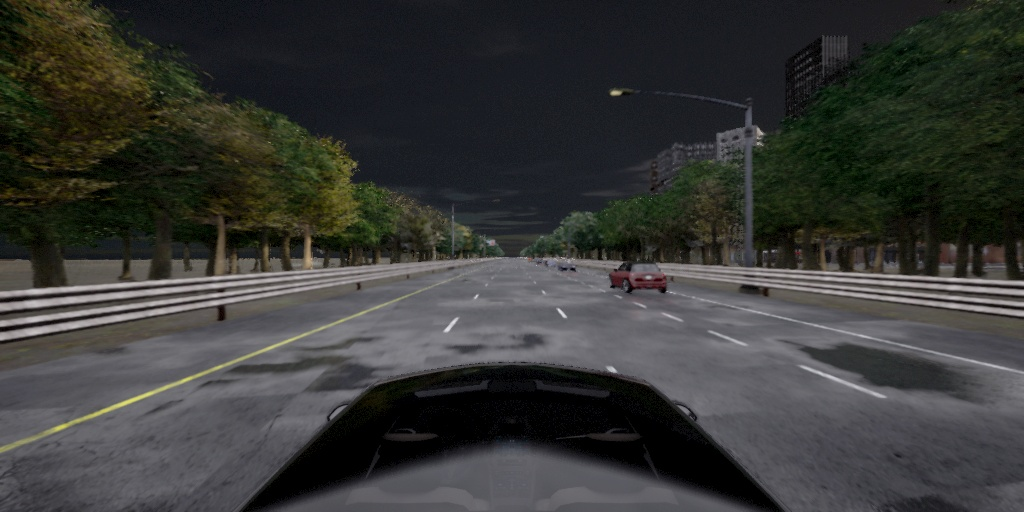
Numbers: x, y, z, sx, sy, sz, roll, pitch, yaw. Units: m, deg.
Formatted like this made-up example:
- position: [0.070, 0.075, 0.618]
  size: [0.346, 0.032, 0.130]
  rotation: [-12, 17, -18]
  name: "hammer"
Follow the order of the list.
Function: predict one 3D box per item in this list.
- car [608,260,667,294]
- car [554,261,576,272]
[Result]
- position: [6.993, 1.108, 20.480]
  size: [2.097, 1.767, 4.553]
  rotation: [0, 0, 0]
  name: "car"
- position: [6.999, 1.384, 46.479]
  size: [1.895, 1.301, 4.718]
  rotation: [0, 0, 0]
  name: "car"
